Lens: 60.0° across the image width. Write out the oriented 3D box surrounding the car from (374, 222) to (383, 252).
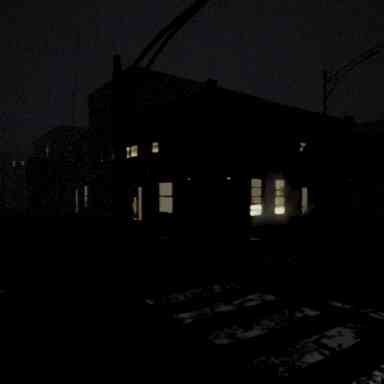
[{"bbox_3d":[9.285,1.437,13.197,5.009,1.841,2.192,1,-1,-36],"label":"car"}]
